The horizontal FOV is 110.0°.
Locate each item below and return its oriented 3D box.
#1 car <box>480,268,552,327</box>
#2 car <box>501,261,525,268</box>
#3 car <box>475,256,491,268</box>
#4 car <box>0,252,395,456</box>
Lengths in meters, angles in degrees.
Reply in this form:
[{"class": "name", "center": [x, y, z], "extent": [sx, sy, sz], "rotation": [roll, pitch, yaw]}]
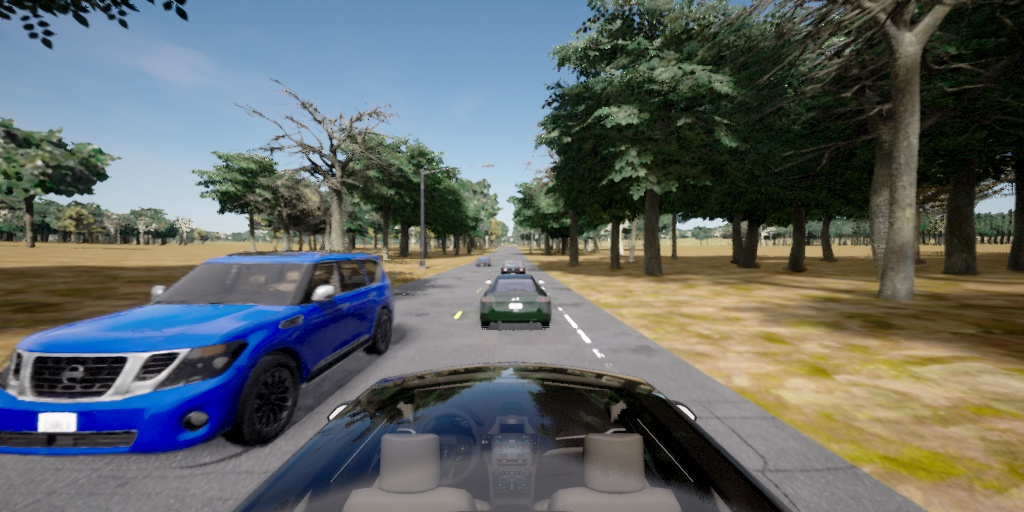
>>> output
[{"class": "car", "center": [0.096, 1.245, 11.211], "extent": [1.994, 1.385, 4.181], "rotation": [0, 0, 0]}, {"class": "car", "center": [0.089, 1.024, 28.960], "extent": [1.895, 1.301, 4.718], "rotation": [0, 1, 0]}, {"class": "car", "center": [-3.607, 0.685, 45.763], "extent": [2.033, 1.411, 5.357], "rotation": [0, 1, 0]}, {"class": "car", "center": [-3.601, 0.952, 5.602], "extent": [2.150, 2.045, 5.566], "rotation": [0, 0, 0]}]
